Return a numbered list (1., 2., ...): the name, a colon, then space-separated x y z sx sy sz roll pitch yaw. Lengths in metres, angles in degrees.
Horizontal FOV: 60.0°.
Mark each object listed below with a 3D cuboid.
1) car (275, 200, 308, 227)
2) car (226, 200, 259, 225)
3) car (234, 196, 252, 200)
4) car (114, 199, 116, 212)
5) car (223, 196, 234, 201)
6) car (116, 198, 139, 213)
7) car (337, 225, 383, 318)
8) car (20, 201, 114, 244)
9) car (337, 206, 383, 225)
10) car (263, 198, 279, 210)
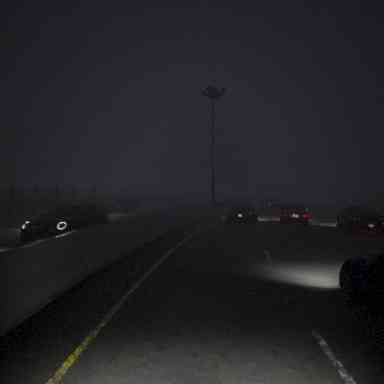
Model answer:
1. car: 6.994 1.524 22.986 2.033 1.411 5.357 0 0 16
2. car: 3.702 1.531 23.893 1.994 1.385 4.181 0 0 15
3. car: 9.459 1.419 58.724 2.128 1.511 4.902 0 0 22
4. car: -7.482 1.446 23.367 1.837 1.490 4.892 0 0 14
5. car: 7.372 1.422 62.859 1.895 1.301 4.718 0 0 22
6. car: -7.466 1.398 35.589 1.882 1.535 5.008 0 0 20
7. car: 3.933 1.526 5.136 1.812 1.442 4.674 0 0 4
8. car: -5.585 1.312 15.106 2.097 1.767 4.553 0 0 10
9. car: 9.679 1.515 19.186 1.812 1.442 4.674 0 0 13
10. car: 10.091 1.455 41.481 2.163 1.488 4.792 0 0 22
